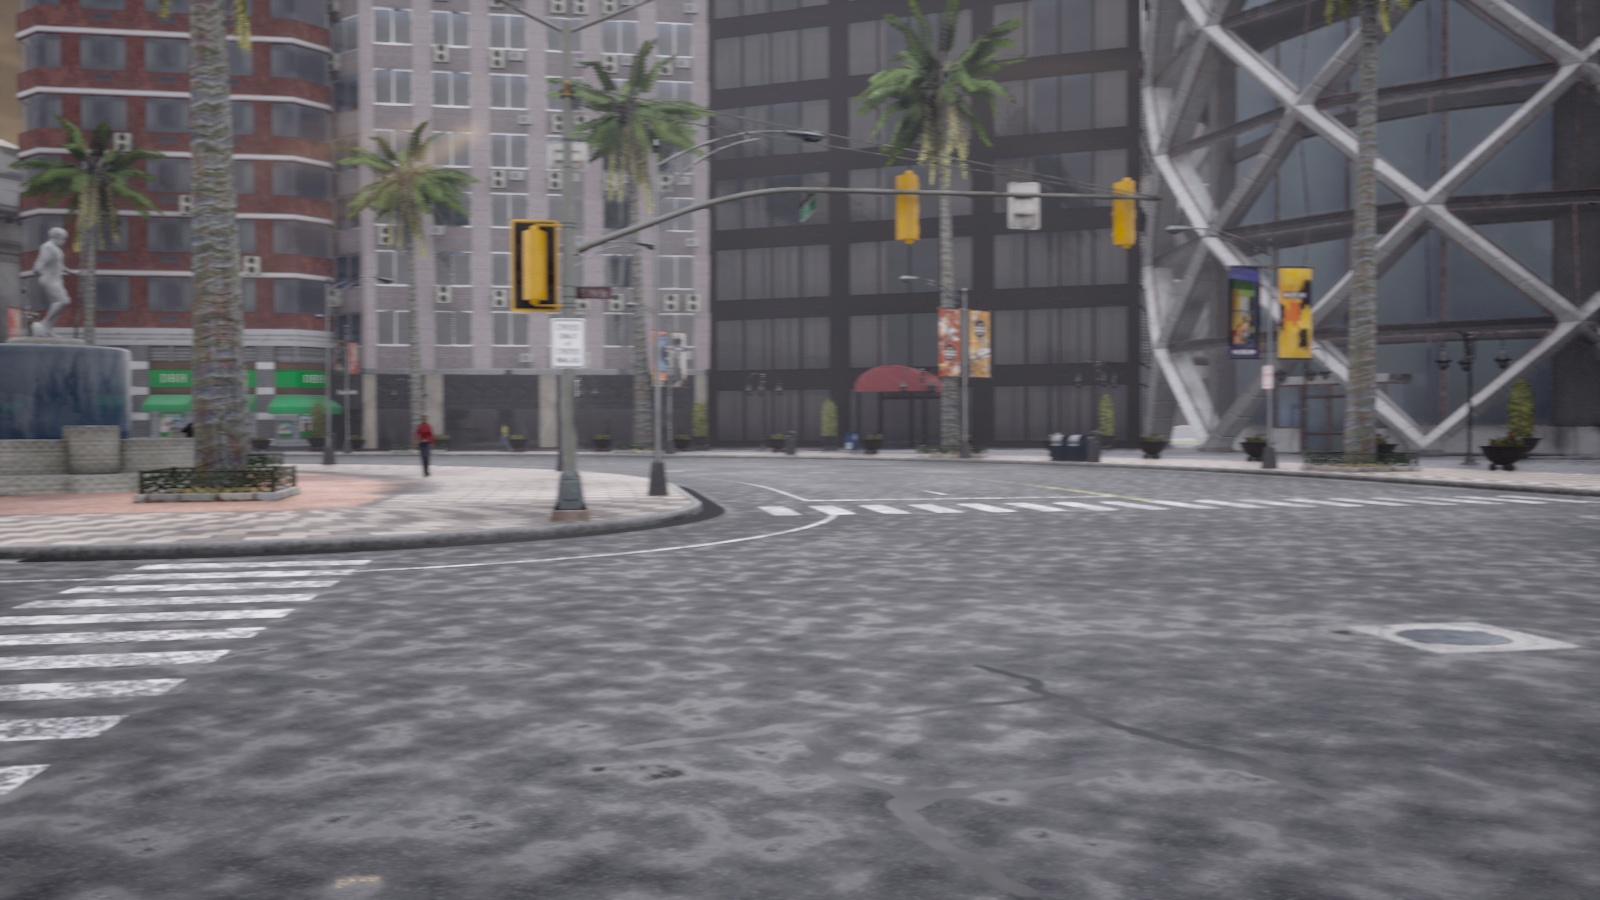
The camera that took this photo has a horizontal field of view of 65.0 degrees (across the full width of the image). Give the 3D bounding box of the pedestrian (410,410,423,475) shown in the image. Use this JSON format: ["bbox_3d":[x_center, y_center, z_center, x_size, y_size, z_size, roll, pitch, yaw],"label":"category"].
[{"bbox_3d":[-10.963,-0.211,35.903,0.331,1.846,0.636,0,1,-18],"label":"pedestrian"}]
